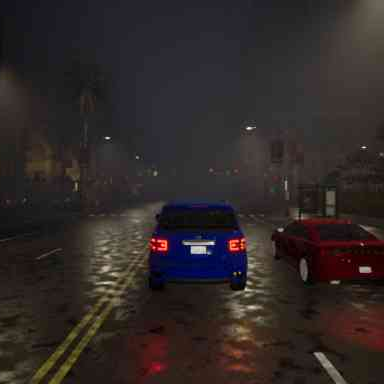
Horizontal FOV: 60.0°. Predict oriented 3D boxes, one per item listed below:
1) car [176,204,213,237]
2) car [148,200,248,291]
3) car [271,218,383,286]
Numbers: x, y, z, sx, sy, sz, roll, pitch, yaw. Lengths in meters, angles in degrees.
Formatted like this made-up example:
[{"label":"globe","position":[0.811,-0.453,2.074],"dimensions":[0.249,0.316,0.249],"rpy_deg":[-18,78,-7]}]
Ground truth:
[{"label":"car","position":[0.146,1.505,19.019],"dimensions":[1.837,1.490,4.892],"rpy_deg":[0,0,0]},{"label":"car","position":[0.121,1.221,9.157],"dimensions":[2.150,2.045,5.566],"rpy_deg":[0,0,0]},{"label":"car","position":[3.633,1.478,9.437],"dimensions":[1.882,1.535,5.008],"rpy_deg":[0,0,0]}]
